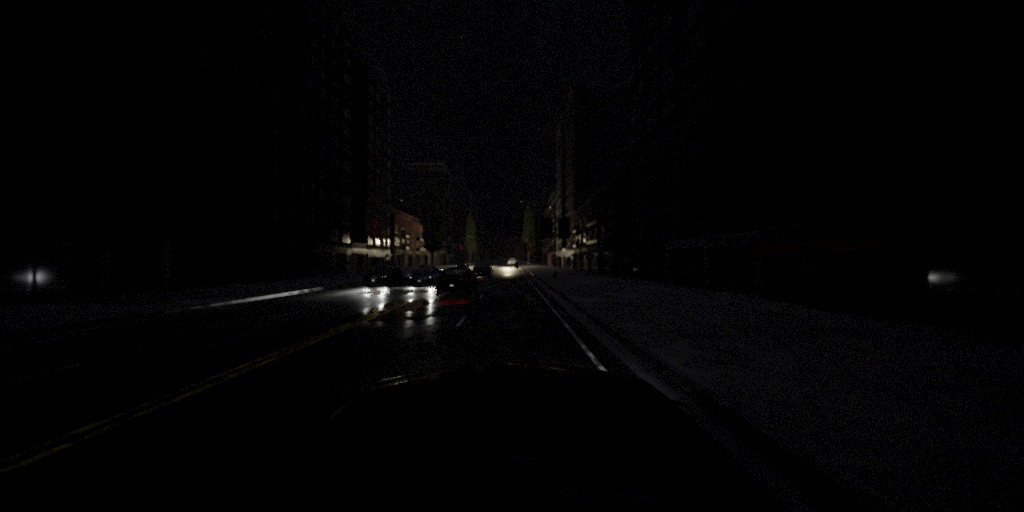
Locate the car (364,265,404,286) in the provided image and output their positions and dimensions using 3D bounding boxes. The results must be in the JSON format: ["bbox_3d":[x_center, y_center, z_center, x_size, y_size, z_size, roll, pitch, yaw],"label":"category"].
[{"bbox_3d":[-9.843,1.489,27.879,2.128,1.511,4.902,0,-1,0],"label":"car"}]

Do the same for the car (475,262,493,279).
[{"bbox_3d":[-3.142,1.570,38.421,1.882,1.535,5.008,0,-1,0],"label":"car"}]

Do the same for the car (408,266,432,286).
[{"bbox_3d":[-6.592,1.522,27.808,1.812,1.442,4.674,0,-1,0],"label":"car"}]

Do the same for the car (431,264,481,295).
[{"bbox_3d":[-3.145,1.412,21.162,1.882,1.535,5.008,0,-1,0],"label":"car"}]
